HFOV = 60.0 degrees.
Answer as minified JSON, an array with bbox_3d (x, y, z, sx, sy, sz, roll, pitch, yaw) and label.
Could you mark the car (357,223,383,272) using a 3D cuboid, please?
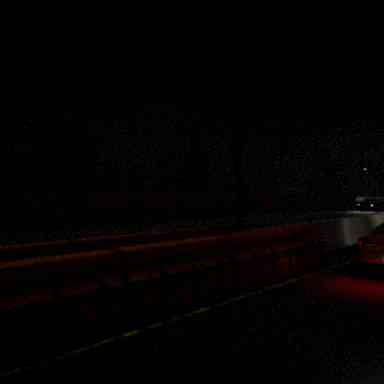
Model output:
[{"bbox_3d":[6.796,1.530,10.038,5.008,1.535,1.882,0,-1,-41],"label":"car"}]
